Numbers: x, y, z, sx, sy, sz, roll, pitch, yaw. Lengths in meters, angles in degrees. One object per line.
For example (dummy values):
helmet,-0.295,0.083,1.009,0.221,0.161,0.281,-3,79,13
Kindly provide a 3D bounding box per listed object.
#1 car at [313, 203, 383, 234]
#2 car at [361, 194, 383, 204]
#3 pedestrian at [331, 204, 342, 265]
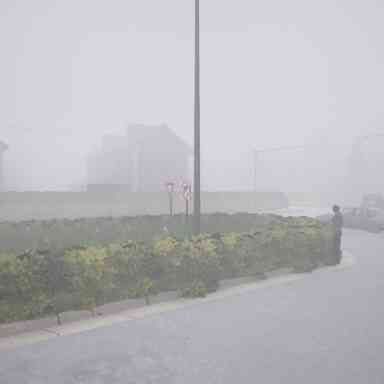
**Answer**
car,9.605,1.547,19.105,2.033,1.411,5.357,0,0,-31
car,20.043,1.221,36.781,2.150,2.045,5.566,0,0,32
pedestrian,4.427,1.291,10.183,0.375,1.860,0.375,0,0,-40
